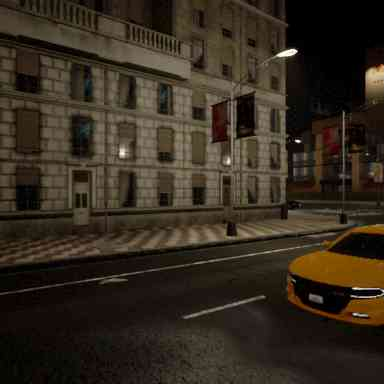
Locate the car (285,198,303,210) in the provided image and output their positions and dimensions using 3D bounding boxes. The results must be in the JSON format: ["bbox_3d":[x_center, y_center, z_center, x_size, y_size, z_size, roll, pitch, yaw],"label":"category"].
[{"bbox_3d":[12.282,1.491,44.140,2.128,1.511,4.902,0,0,-36],"label":"car"}]

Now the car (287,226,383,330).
[{"bbox_3d":[4.061,1.477,6.928,5.008,1.535,1.882,0,0,-36],"label":"car"}]
